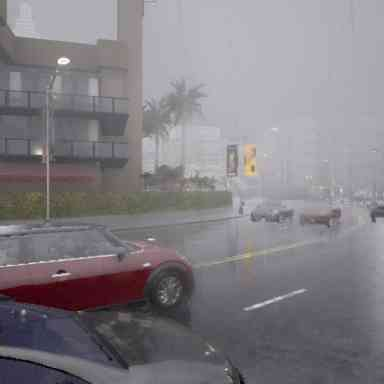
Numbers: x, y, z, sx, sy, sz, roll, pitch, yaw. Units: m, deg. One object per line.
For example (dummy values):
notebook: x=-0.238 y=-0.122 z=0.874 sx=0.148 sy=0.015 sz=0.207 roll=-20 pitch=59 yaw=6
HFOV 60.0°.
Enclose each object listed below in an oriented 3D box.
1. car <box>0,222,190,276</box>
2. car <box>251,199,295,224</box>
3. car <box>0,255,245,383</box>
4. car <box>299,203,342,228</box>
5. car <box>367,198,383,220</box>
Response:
car: x=-2.165 y=1.347 z=6.252 sx=4.553 sy=1.767 sz=2.097 roll=0 pitch=0 yaw=-36
car: x=6.051 y=1.338 z=24.637 sx=2.097 sy=1.767 sz=4.553 roll=0 pitch=0 yaw=33
car: x=-1.549 y=1.561 z=2.370 sx=4.181 sy=1.385 sz=1.994 roll=0 pitch=0 yaw=-35
car: x=8.775 y=1.466 z=22.431 sx=1.882 sy=1.535 sz=5.008 roll=1 pitch=0 yaw=34
car: x=15.800 y=1.496 z=27.637 sx=1.837 sy=1.490 sz=4.892 roll=1 pitch=1 yaw=24
